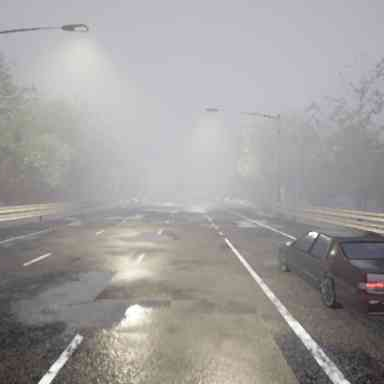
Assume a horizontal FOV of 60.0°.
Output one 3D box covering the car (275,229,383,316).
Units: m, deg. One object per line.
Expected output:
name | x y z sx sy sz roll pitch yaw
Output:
car | 3.524 1.589 7.874 2.033 1.411 5.357 0 0 -1
